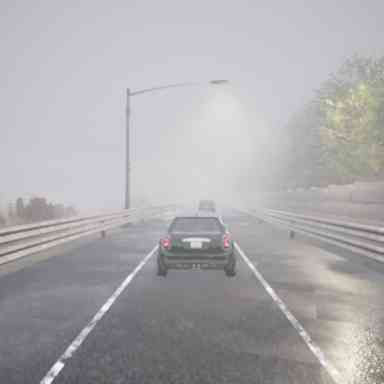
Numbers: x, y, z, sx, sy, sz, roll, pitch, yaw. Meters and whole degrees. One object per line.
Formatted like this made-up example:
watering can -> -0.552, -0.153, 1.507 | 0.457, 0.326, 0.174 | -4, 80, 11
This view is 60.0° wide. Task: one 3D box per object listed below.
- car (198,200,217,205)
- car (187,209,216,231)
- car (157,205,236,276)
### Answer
car -> 1.983, 1.993, 43.279 | 2.150, 2.045, 5.566 | 0, -1, 4
car -> 0.737, 1.967, 24.283 | 1.895, 1.301, 4.718 | 0, -1, 3
car -> 0.158, 1.434, 10.751 | 2.097, 1.767, 4.553 | 0, -1, 1
